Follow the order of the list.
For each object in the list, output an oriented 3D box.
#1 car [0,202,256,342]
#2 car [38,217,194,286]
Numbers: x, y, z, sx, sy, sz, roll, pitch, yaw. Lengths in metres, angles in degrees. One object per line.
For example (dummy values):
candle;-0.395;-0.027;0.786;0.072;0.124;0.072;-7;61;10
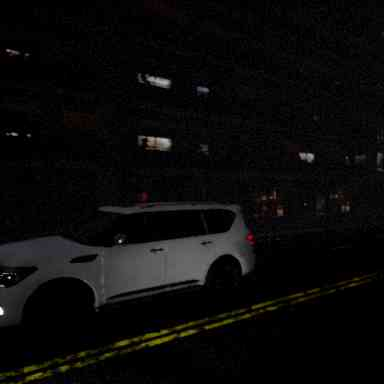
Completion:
car;-1.143;1.243;6.860;5.566;2.045;2.150;0;0;-35
car;-2.214;1.593;10.089;4.181;1.385;1.994;1;0;-35
